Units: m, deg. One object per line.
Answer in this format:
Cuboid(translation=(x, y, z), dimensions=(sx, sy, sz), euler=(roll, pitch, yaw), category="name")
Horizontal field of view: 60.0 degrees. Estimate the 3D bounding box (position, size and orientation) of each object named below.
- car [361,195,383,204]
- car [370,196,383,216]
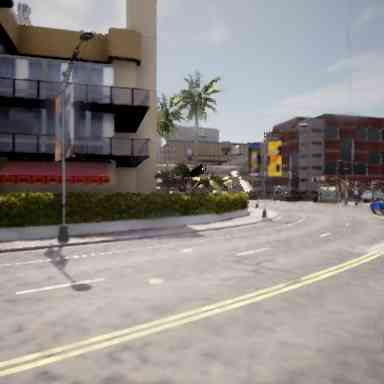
Cuboid(translation=(38.199, 1.601, 70.157), dimensions=(2.185, 1.767, 4.553), euler=(0, 0, -15), category="car")
Cuboid(translation=(20.386, 1.392, 34.475), dimensions=(2.150, 2.045, 5.566), euler=(0, 0, 11), category="car")
